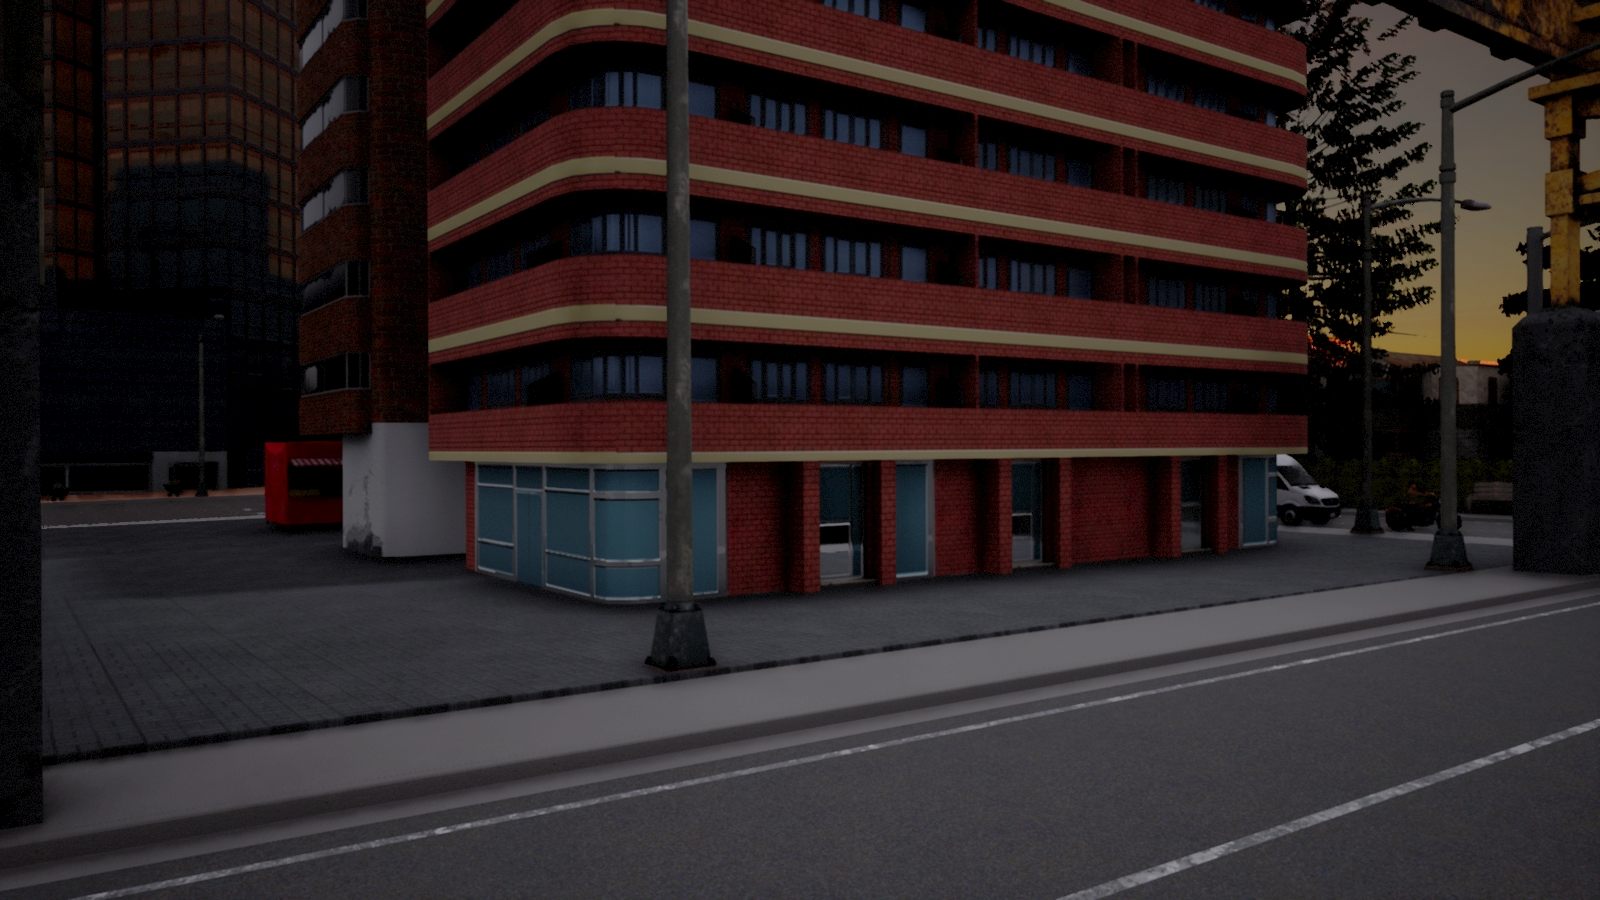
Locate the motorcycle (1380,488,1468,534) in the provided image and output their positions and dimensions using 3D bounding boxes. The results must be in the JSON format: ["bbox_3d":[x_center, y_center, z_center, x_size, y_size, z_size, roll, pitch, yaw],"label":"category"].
[{"bbox_3d":[19.842,1.908,36.369,0.764,1.332,2.356,0,0,-35],"label":"motorcycle"}]

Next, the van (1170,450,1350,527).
[{"bbox_3d":[16.459,1.300,41.242,1.988,2.561,5.915,0,0,-35],"label":"van"}]
